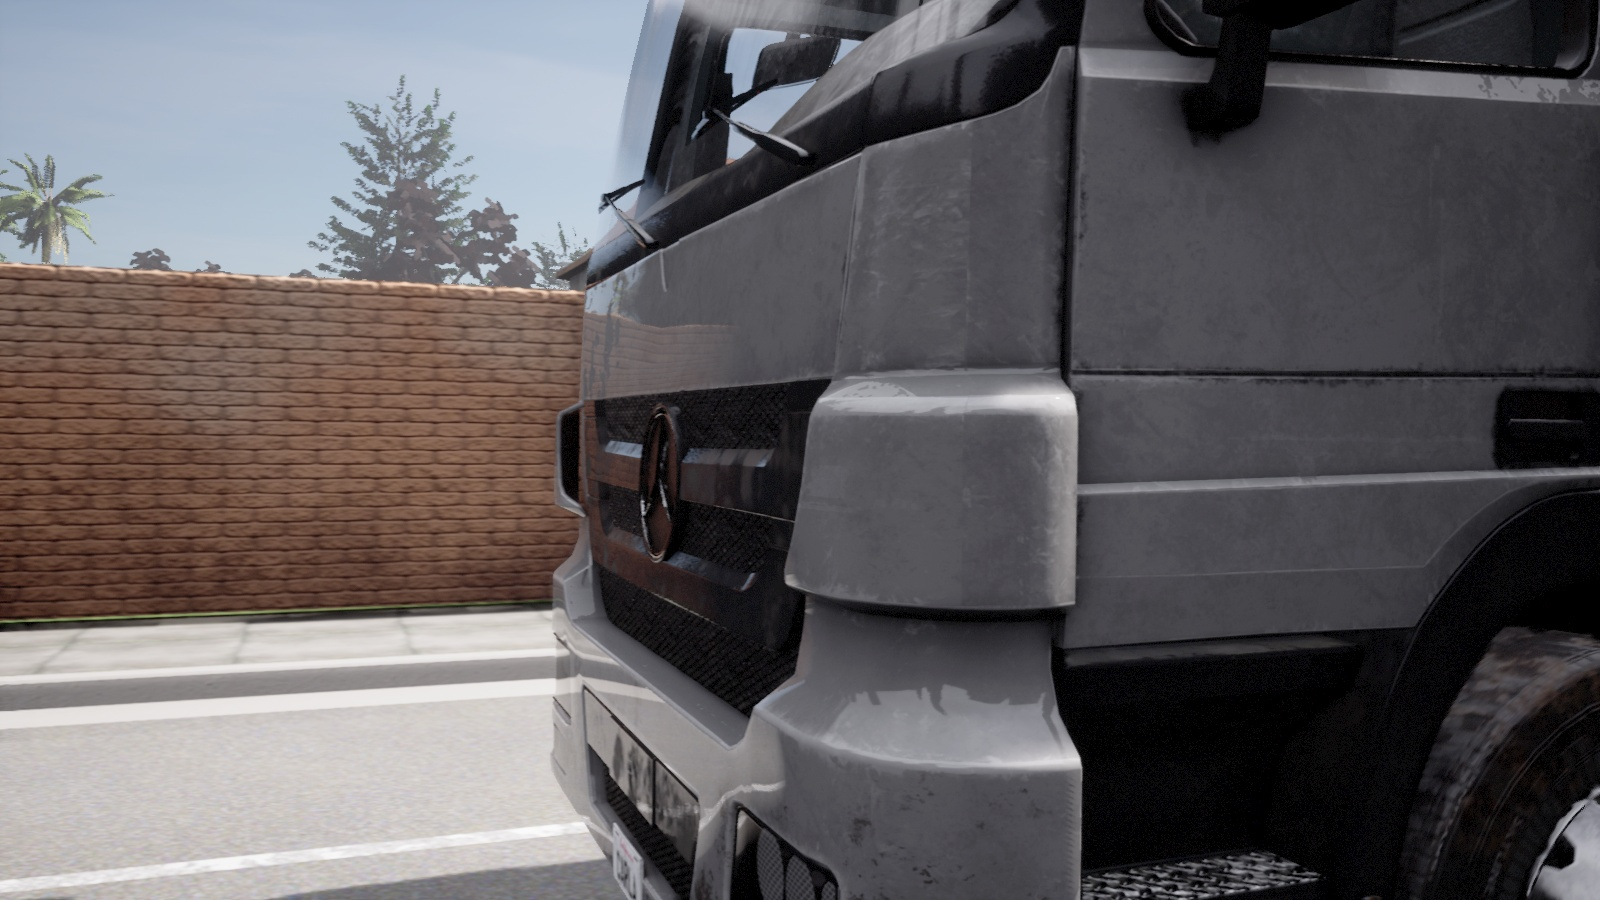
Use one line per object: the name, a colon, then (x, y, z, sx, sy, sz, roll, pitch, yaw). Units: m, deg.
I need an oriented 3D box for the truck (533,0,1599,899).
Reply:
truck: (3.300, -0.293, 4.480, 7.936, 3.462, 2.891, -1, 1, -21)
